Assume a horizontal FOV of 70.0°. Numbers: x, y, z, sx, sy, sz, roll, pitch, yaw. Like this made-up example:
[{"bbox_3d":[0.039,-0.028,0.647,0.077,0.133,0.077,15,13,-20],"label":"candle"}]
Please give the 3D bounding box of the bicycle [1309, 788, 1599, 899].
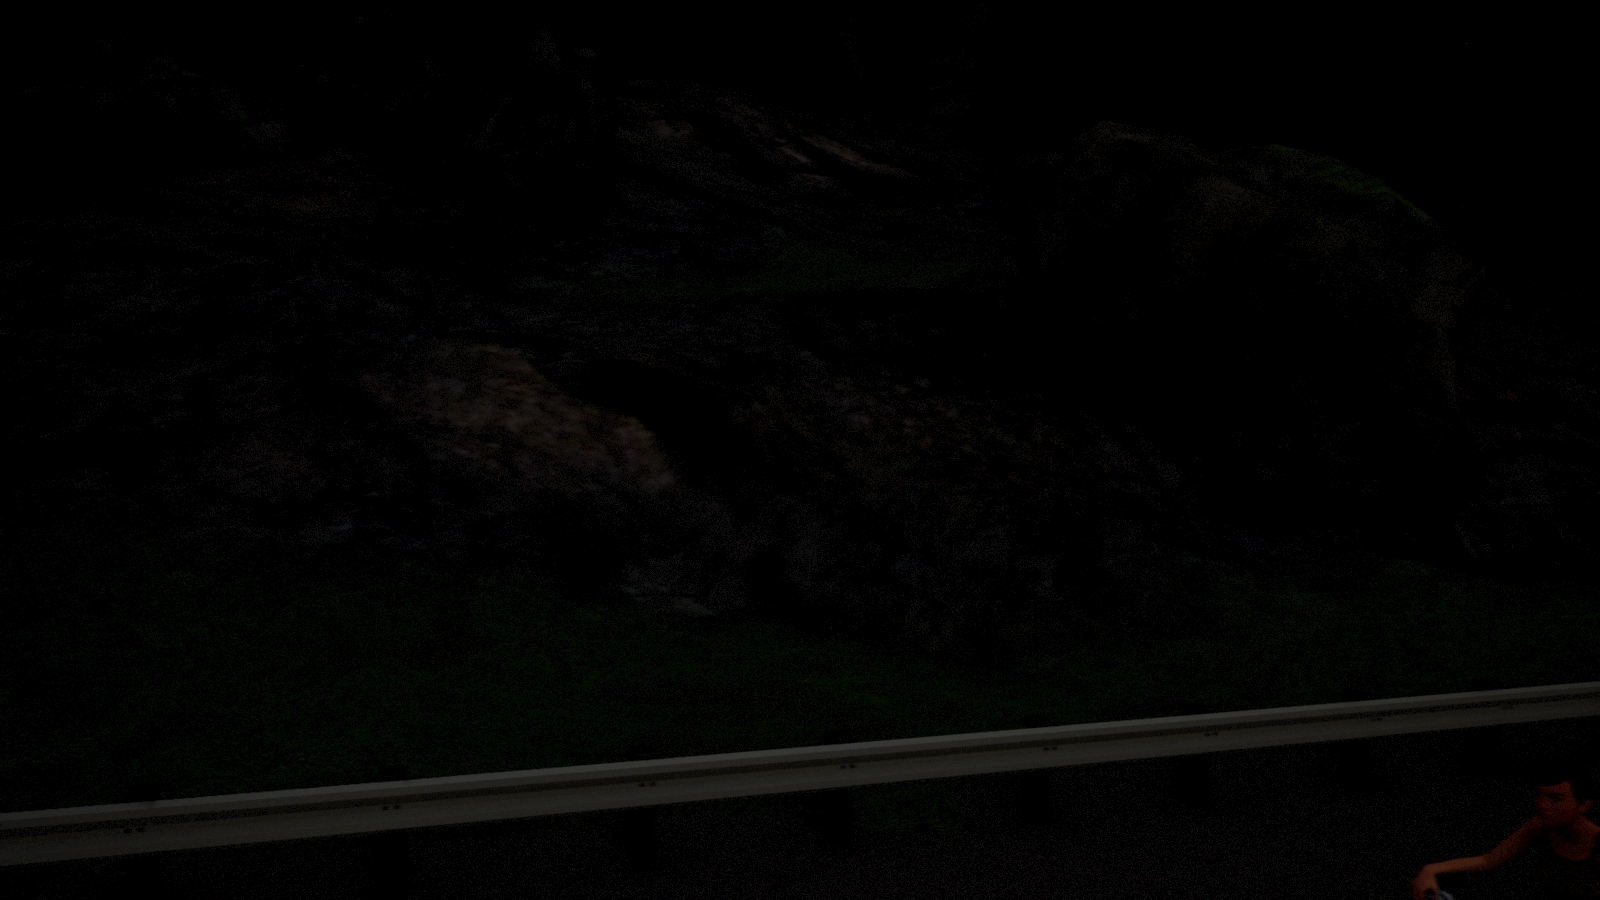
[{"bbox_3d":[2.871,2.143,4.396,1.487,1.295,0.859,0,0,-19],"label":"bicycle"}]
